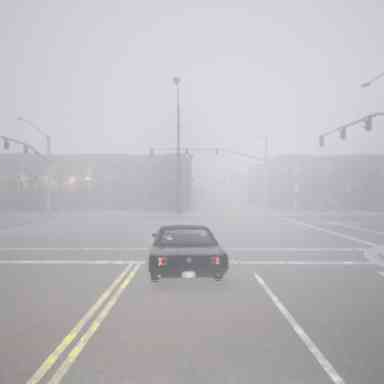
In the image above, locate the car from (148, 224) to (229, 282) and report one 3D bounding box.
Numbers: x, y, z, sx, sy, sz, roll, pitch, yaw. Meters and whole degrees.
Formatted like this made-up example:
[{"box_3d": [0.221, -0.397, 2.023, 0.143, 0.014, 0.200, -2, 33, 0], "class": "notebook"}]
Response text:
[{"box_3d": [-0.250, 1.608, 9.828, 1.895, 1.301, 4.718, 0, 0, -5], "class": "car"}]
